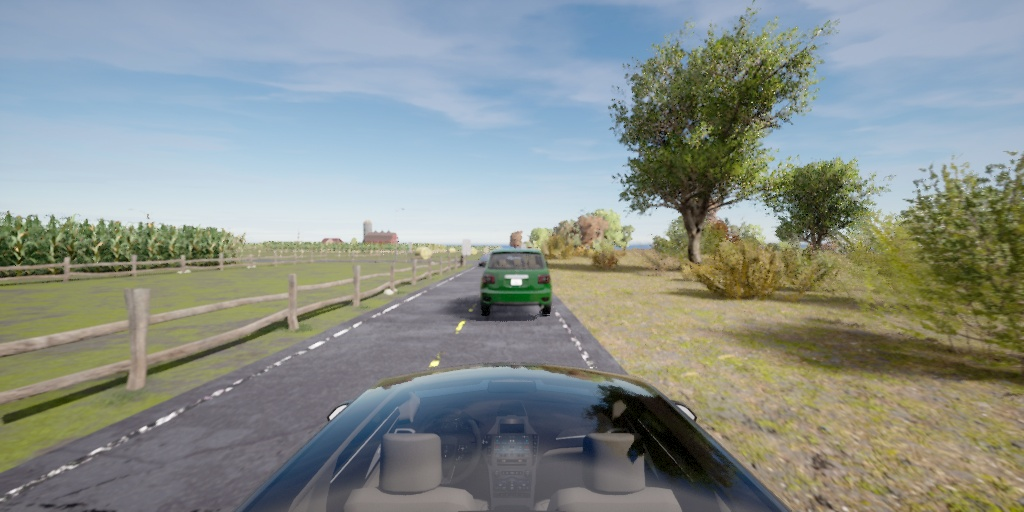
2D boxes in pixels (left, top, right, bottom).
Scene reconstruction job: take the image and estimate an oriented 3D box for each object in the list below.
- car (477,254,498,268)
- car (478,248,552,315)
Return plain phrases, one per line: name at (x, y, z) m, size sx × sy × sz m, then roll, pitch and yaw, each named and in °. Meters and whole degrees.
car at (-2.673, 0.496, 40.456) m, size 2.033 × 1.411 × 5.357 m, roll 0°, pitch 1°, yaw 1°
car at (0.128, 0.745, 12.540) m, size 2.150 × 2.045 × 5.566 m, roll 0°, pitch 1°, yaw 0°
